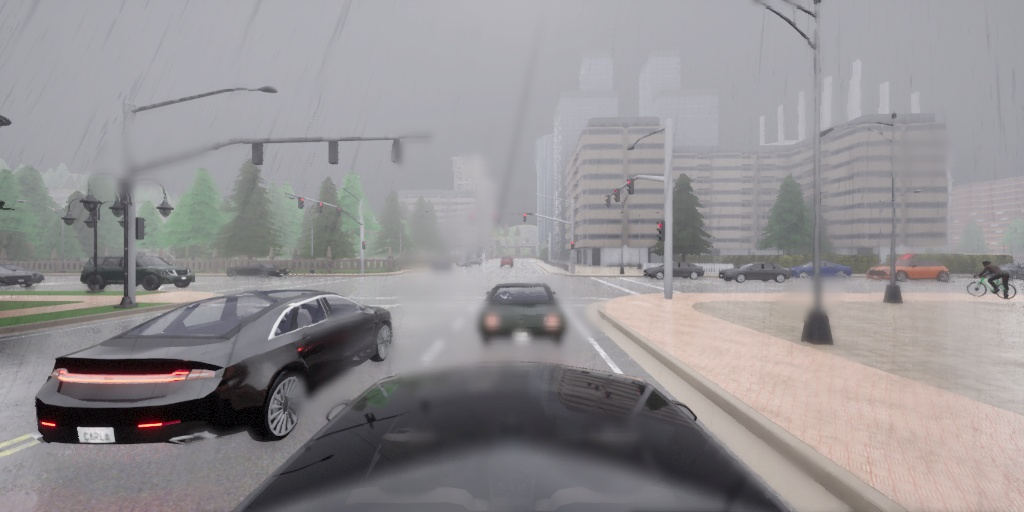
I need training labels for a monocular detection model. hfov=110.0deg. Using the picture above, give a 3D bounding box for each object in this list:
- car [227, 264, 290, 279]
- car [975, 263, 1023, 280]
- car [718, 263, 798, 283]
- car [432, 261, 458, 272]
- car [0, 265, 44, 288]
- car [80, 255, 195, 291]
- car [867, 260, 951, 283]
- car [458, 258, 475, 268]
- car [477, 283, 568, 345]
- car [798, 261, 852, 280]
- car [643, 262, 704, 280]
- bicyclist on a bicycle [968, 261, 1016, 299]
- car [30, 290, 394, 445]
[{"bbox_3d":[-22.682,1.351,32.067,4.718,1.301,1.895,0,0,5],"label":"car"},{"bbox_3d":[41.996,1.313,30.133,4.181,1.385,1.994,0,0,2],"label":"car"},{"bbox_3d":[18.483,1.255,27.438,4.892,1.490,1.837,0,0,2],"label":"car"},{"bbox_3d":[-8.808,1.297,45.960,2.033,1.411,5.357,0,0,2],"label":"car"},{"bbox_3d":[-32.415,1.228,21.939,5.008,1.535,1.882,0,0,2],"label":"car"},{"bbox_3d":[-22.429,0.971,21.581,5.566,2.045,2.150,0,0,2],"label":"car"},{"bbox_3d":[29.827,1.102,27.059,4.553,1.767,2.097,0,0,2],"label":"car"},{"bbox_3d":[-8.249,1.242,61.708,2.128,1.511,4.902,0,0,2],"label":"car"},{"bbox_3d":[0.263,1.351,9.494,1.895,1.301,4.718,0,0,1],"label":"car"},{"bbox_3d":[25.992,1.227,30.690,5.008,1.535,1.882,0,0,2],"label":"car"},{"bbox_3d":[13.962,1.255,31.089,4.892,1.490,1.837,0,0,2],"label":"car"},{"bbox_3d":[21.181,1.051,15.859,0.582,1.620,1.656,0,0,2],"label":"bicyclist on a bicycle"},{"bbox_3d":[-3.330,1.242,5.343,2.128,1.511,4.902,0,0,1],"label":"car"}]
